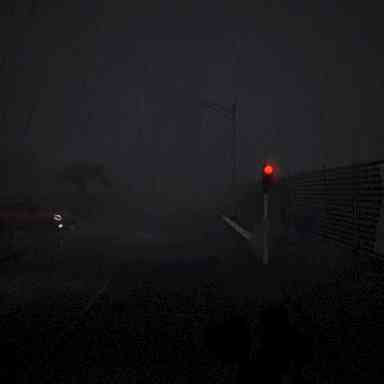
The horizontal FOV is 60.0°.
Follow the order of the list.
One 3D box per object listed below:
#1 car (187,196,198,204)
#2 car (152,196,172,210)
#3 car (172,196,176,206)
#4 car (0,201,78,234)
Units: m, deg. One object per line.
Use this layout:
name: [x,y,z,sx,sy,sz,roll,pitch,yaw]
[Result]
car: [0.102,1.505,63.183,1.837,1.490,4.892,0,0,0]
car: [-4.029,1.564,43.385,1.994,1.385,4.181,0,0,0]
car: [-4.006,1.478,53.457,1.882,1.535,5.008,0,0,0]
car: [-8.797,1.351,18.713,4.553,1.767,2.097,0,0,11]
